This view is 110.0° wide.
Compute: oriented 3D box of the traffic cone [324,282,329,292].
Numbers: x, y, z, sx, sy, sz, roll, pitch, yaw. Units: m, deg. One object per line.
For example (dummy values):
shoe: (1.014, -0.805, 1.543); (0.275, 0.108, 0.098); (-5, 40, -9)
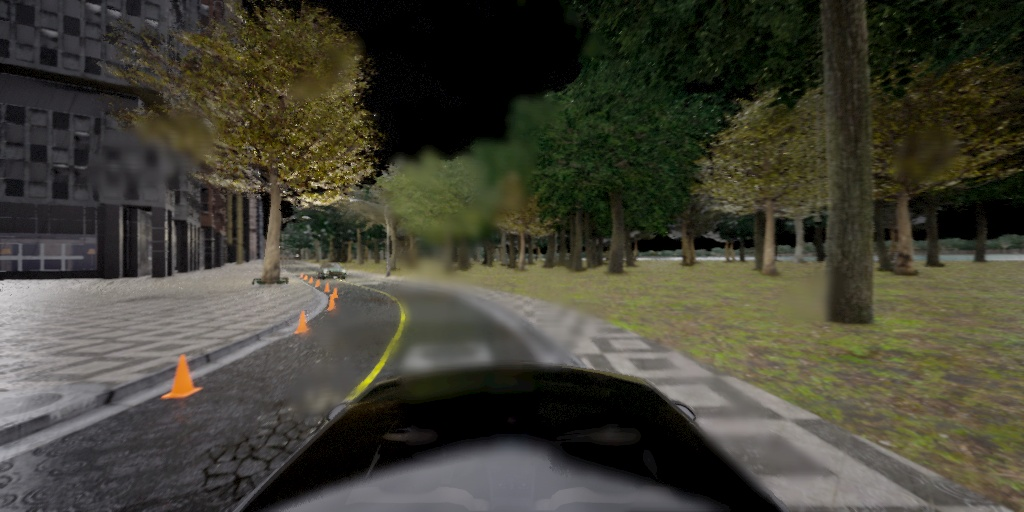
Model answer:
traffic cone: (-11.713, 1.950, 22.740); (0.340, 0.580, 0.340); (0, 0, -34)

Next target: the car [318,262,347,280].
car: (-17.999, 1.447, 35.821); (2.097, 1.767, 4.553); (0, 0, -34)

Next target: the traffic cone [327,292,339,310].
traffic cone: (-7.268, 1.871, 14.508); (0.340, 0.580, 0.340); (0, 0, -21)

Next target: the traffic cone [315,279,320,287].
traffic cone: (-14.533, 1.991, 26.869); (0.340, 0.580, 0.340); (0, 0, -34)

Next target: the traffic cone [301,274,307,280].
traffic cone: (-20.176, 2.057, 35.126); (0.340, 0.580, 0.340); (0, 0, -34)

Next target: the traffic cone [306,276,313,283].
traffic cone: (-17.354, 2.029, 30.998); (0.340, 0.580, 0.340); (0, 0, -34)

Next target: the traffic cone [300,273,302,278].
traffic cone: (-22.997, 2.082, 39.256); (0.340, 0.580, 0.340); (0, 0, -34)

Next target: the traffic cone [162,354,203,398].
traffic cone: (-5.034, 1.806, 5.486); (0.340, 0.580, 0.340); (0, 0, -7)

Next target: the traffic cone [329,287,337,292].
traffic cone: (-9.219, 1.910, 18.736); (0.340, 0.580, 0.340); (0, 0, -28)

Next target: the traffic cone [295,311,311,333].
traffic cone: (-5.867, 1.835, 10.067); (0.340, 0.580, 0.340); (0, 0, -14)
